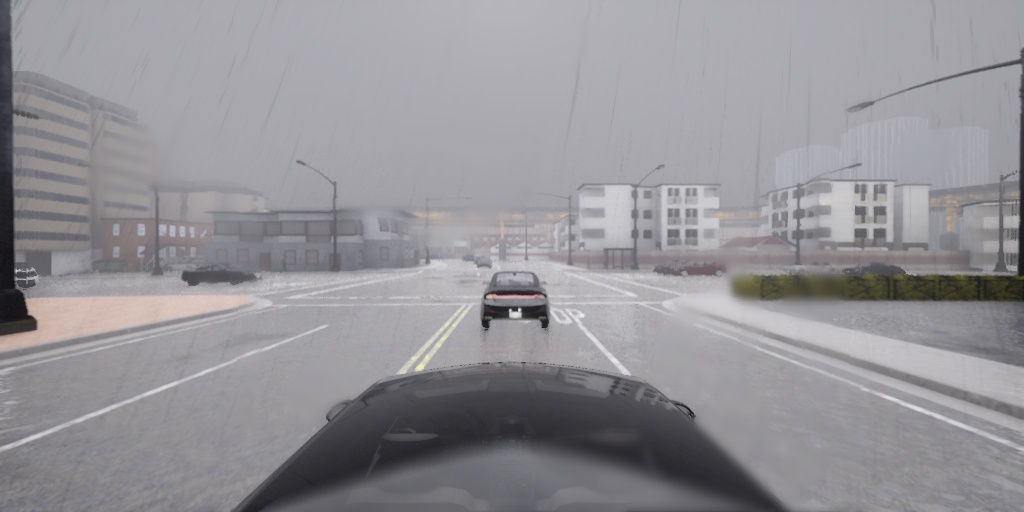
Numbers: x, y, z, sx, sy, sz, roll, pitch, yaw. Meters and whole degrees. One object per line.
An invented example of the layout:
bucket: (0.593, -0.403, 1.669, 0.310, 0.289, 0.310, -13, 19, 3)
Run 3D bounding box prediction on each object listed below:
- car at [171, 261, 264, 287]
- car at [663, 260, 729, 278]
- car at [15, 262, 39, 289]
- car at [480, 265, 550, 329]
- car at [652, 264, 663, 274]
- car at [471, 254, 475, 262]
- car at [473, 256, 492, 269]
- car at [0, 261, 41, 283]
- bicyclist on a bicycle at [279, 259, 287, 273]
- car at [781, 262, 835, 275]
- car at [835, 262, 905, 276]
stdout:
car: (-20.126, 1.298, 25.036, 4.902, 1.511, 2.128, -1, 0, -1)
car: (16.854, 1.133, 32.549, 5.008, 1.535, 1.882, -1, 0, 1)
car: (-36.390, 1.338, 24.647, 5.566, 2.045, 2.150, -1, 0, -1)
car: (0.084, 1.213, 11.132, 2.128, 1.511, 4.902, 0, 0, 0)
car: (16.616, 1.135, 36.052, 4.902, 1.511, 2.128, 0, 0, 1)
car: (-5.011, 0.690, 58.503, 1.994, 1.385, 4.181, 0, 2, -14)
car: (-3.665, 0.924, 48.713, 2.033, 1.411, 5.357, 0, 1, 0)
car: (-50.159, 1.603, 34.958, 5.566, 2.045, 2.150, -1, 0, -1)
bicyclist on a bicycle: (-26.408, 1.146, 41.365, 0.582, 1.620, 1.656, -1, 0, -1)
car: (29.765, 1.246, 35.649, 4.718, 1.301, 1.895, 0, 0, 2)
car: (32.097, 1.220, 31.984, 4.181, 1.385, 1.994, 0, 0, 3)
